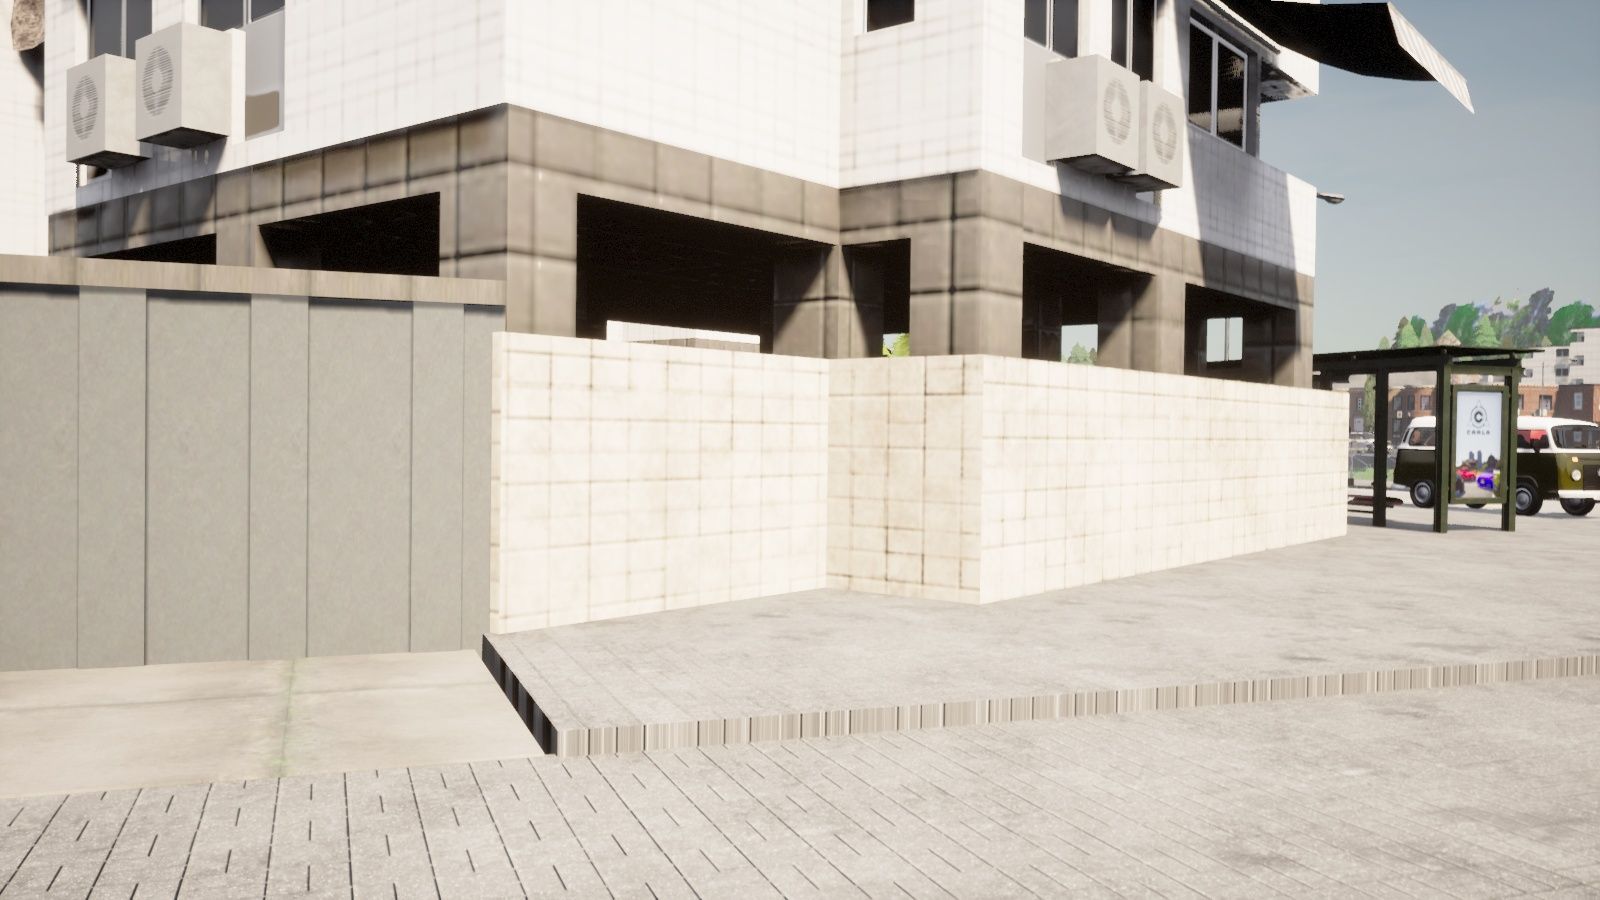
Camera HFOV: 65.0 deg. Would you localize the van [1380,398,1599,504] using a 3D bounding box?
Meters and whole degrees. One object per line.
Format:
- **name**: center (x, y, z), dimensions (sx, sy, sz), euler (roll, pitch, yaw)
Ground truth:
- **van**: center (14.818, -0.025, 26.520), dimensions (2.069, 2.038, 4.480), euler (-1, 1, -21)
